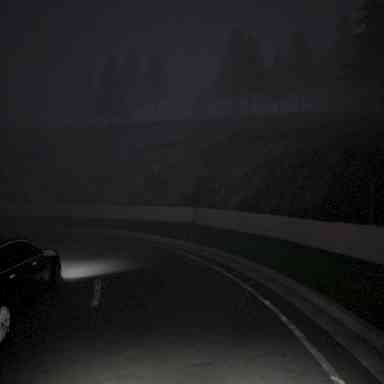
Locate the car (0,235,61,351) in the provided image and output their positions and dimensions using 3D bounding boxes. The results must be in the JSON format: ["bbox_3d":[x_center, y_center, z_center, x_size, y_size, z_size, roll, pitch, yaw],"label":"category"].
[{"bbox_3d":[-3.811,1.546,6.062,1.837,1.490,4.892,1,0,-8],"label":"car"}]
